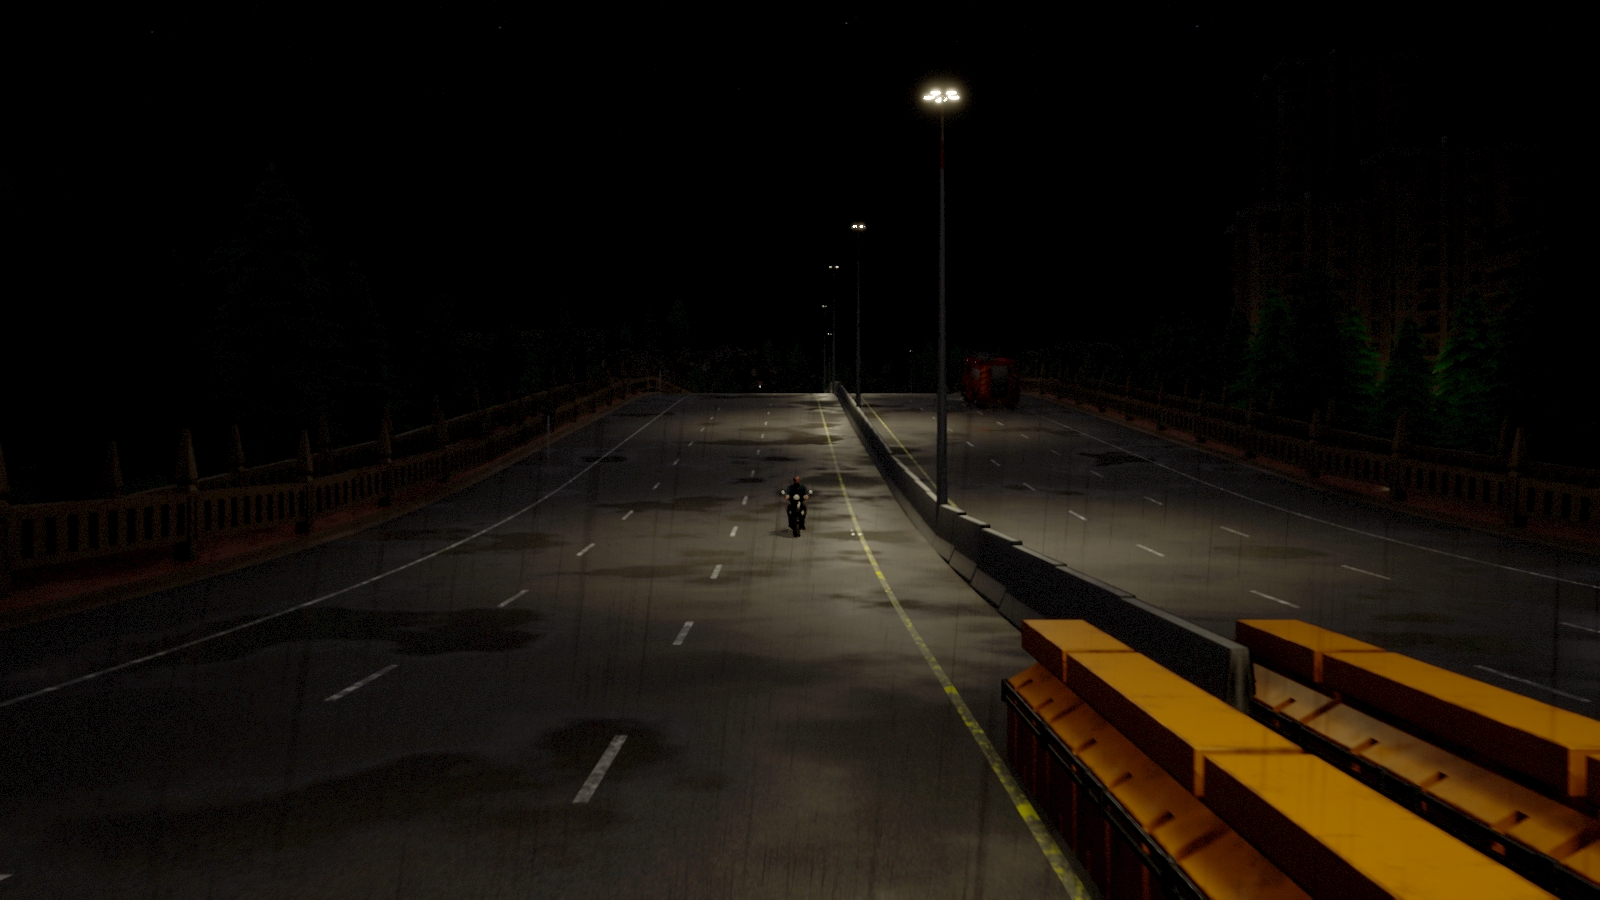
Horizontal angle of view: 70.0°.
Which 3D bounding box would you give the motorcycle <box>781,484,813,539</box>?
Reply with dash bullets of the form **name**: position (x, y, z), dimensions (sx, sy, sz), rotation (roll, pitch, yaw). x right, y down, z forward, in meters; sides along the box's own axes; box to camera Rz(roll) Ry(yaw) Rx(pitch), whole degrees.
- **motorcycle**: position (-0.090, 1.658, 31.295), dimensions (0.856, 1.316, 1.805), rotation (0, 3, 0)
